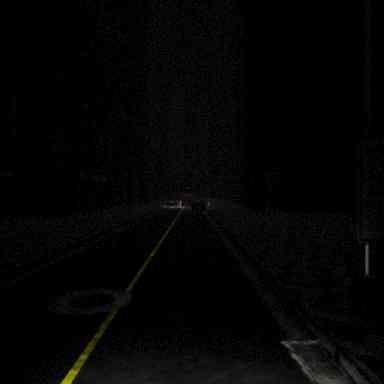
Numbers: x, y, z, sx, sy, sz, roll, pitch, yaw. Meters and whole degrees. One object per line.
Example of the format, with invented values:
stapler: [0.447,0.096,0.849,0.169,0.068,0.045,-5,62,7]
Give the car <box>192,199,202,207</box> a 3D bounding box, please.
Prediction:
car: [0.890,2.041,62.407,1.812,1.442,4.674,0,0,0]

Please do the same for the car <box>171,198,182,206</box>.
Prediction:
car: [-3.028,1.888,65.368,2.097,1.767,4.553,0,0,0]

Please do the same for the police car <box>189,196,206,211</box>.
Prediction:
police car: [0.892,1.822,46.516,1.930,1.638,5.238,0,0,0]
